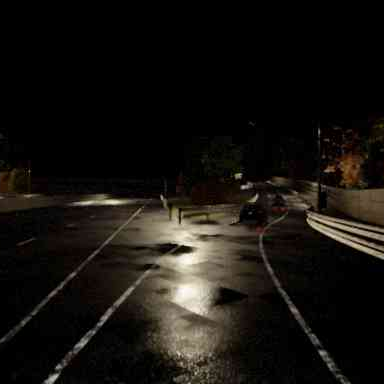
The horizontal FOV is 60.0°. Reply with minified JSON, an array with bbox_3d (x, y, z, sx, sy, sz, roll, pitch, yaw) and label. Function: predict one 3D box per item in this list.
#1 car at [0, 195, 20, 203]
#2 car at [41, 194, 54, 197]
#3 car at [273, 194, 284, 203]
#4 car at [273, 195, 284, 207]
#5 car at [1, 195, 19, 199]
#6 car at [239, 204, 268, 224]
[{"bbox_3d":[-34.978,1.259,63.848,1.812,1.442,4.674,0,0,-6],"label":"car"},{"bbox_3d":[-27.993,1.144,64.349,2.097,1.767,4.553,0,0,-6],"label":"car"},{"bbox_3d":[18.778,1.354,72.254,2.033,1.411,5.357,1,4,13],"label":"car"},{"bbox_3d":[16.235,1.927,62.515,1.812,1.442,4.674,1,2,15],"label":"car"},{"bbox_3d":[-26.503,1.340,48.871,2.033,1.411,5.357,0,0,-5],"label":"car"},{"bbox_3d":[5.800,1.931,30.950,2.097,1.767,4.553,1,-1,20],"label":"car"}]
